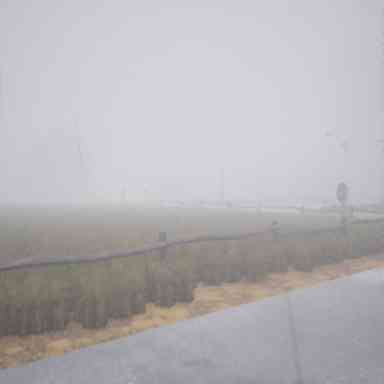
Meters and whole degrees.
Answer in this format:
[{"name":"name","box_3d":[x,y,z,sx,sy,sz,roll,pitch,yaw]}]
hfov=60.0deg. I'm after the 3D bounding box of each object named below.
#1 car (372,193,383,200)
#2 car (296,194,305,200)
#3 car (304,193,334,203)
[{"name":"car","box_3d":[43.713,1.133,76.548,1.905,1.878,3.866,0,0,-36]},{"name":"car","box_3d":[27.663,1.155,81.230,1.932,1.855,4.605,0,0,-36]},{"name":"car","box_3d":[24.175,1.359,62.258,2.242,1.667,4.611,0,0,-36]}]
